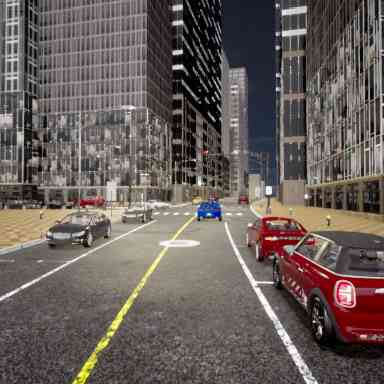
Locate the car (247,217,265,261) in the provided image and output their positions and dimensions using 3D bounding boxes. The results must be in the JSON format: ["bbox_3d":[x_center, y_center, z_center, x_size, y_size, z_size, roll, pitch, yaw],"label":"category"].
[{"bbox_3d":[3.010,1.547,11.953,1.887,1.381,4.507,1,0,3],"label":"car"}]

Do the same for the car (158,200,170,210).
[{"bbox_3d":[-5.355,1.702,44.011,4.718,1.301,1.895,-1,-1,30],"label":"car"}]

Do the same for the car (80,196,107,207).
[{"bbox_3d":[-15.134,1.536,49.590,5.009,1.841,2.192,0,-1,13],"label":"car"}]

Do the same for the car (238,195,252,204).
[{"bbox_3d":[10.095,1.412,65.066,2.192,1.841,5.009,1,0,13],"label":"car"}]

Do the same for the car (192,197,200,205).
[{"bbox_3d":[1.177,1.642,62.514,1.752,1.417,4.829,1,0,12],"label":"car"}]

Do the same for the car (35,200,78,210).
[{"bbox_3d":[-16.948,1.638,41.919,4.313,1.339,1.947,0,-1,13],"label":"car"}]

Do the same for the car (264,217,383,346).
[{"bbox_3d":[2.816,1.441,6.313,1.967,1.590,4.097,1,0,2],"label":"car"}]

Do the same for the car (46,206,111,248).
[{"bbox_3d":[-4.877,1.562,14.863,2.008,1.369,4.403,1,0,3],"label":"car"}]

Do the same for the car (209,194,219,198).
[{"bbox_3d":[5.176,1.493,78.752,2.192,1.841,5.009,1,0,14],"label":"car"}]

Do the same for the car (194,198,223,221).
[{"bbox_3d":[1.486,1.495,27.121,1.882,1.535,5.008,0,0,5],"label":"car"}]

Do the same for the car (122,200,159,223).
[{"bbox_3d":[-4.122,1.574,25.653,2.008,1.369,4.403,1,0,5],"label":"car"}]

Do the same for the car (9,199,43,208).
[{"bbox_3d":[-26.020,1.835,52.171,4.403,1.369,2.008,0,-1,13],"label":"car"}]

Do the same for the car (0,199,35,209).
[{"bbox_3d":[-22.388,1.655,43.210,4.403,1.369,2.008,0,-1,13],"label":"car"}]
